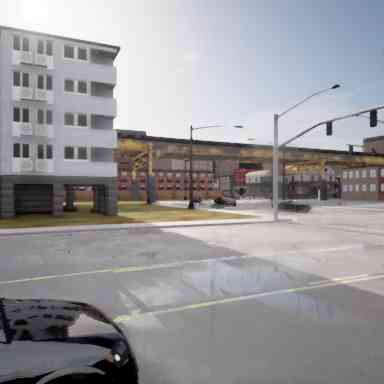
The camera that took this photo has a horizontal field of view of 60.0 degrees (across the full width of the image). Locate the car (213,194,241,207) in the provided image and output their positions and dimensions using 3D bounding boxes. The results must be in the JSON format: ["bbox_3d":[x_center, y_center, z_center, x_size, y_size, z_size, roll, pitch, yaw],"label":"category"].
[{"bbox_3d":[4.958,1.500,50.372,1.837,1.490,4.892,0,0,-25],"label":"car"}]

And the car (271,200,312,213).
[{"bbox_3d":[11.122,1.598,37.320,1.895,1.301,4.718,0,0,-26],"label":"car"}]

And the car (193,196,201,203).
[{"bbox_3d":[0.787,1.545,67.048,2.033,1.411,5.357,0,0,6],"label":"car"}]

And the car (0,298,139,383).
[{"bbox_3d":[-2.585,1.564,2.812,4.181,1.385,1.994,0,0,-33],"label":"car"}]
